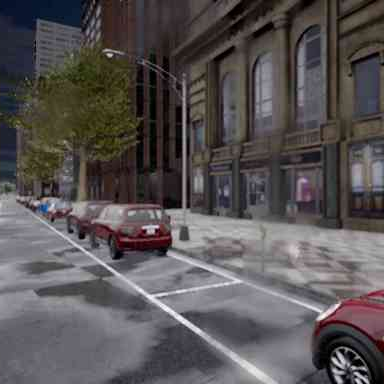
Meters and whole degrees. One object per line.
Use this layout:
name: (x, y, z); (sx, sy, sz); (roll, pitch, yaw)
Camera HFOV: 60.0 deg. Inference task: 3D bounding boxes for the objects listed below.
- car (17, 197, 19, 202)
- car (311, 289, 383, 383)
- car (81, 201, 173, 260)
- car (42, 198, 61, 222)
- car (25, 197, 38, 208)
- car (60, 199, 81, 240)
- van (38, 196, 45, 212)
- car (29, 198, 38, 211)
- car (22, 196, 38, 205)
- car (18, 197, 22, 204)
car: (-36.027, 1.873, 71.696); (1.752, 1.417, 4.829); (0, 0, -30)
car: (3.079, 1.445, 2.913); (1.967, 1.590, 4.097); (0, 0, -30)
car: (-2.497, 1.352, 12.719); (2.192, 1.841, 5.009); (0, 0, -30)
car: (-10.858, 1.535, 27.426); (1.967, 1.590, 4.097); (0, 0, -30)
car: (-22.007, 1.755, 47.034); (1.947, 1.339, 4.313); (0, 0, -30)
car: (-5.283, 1.371, 17.621); (2.192, 1.841, 5.009); (0, 0, -30)
van: (-13.645, 1.456, 32.329); (1.690, 1.788, 3.998); (0, 0, -30)
car: (-19.220, 1.741, 42.133); (1.802, 1.307, 4.206); (0, 0, -30)
car: (-24.795, 1.535, 51.939); (2.192, 1.841, 5.009); (0, 0, -30)
car: (-33.155, 1.880, 66.645); (1.947, 1.339, 4.313); (0, 0, -30)
